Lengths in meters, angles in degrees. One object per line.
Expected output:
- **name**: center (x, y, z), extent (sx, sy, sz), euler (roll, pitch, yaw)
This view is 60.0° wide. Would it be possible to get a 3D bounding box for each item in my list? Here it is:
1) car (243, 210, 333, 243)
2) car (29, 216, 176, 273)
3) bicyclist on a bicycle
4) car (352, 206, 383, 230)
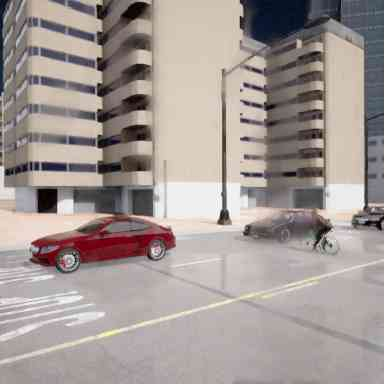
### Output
- **car**: center (4.972, 1.636, 16.681), extent (5.357, 1.411, 2.033), euler (1, -1, -38)
- **car**: center (-2.687, 1.529, 10.779), extent (4.674, 1.442, 1.812), euler (0, 0, -38)
- **bicyclist on a bicycle**: center (4.774, 1.515, 12.558), extent (0.582, 1.620, 1.656), euler (1, -2, -37)
- **car**: center (12.770, 1.726, 22.670), extent (4.902, 1.511, 2.128), euler (1, -1, -38)
